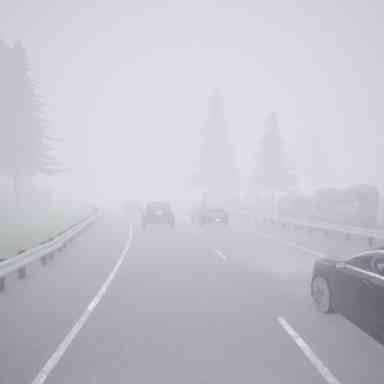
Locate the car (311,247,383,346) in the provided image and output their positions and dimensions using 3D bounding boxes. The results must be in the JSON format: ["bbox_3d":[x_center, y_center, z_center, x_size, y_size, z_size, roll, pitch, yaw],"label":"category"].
[{"bbox_3d":[3.343,1.487,4.701,2.128,1.511,4.902,0,0,-3],"label":"car"}]

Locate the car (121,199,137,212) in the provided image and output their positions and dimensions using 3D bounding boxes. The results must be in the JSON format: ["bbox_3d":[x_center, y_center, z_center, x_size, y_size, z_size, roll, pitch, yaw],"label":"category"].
[{"bbox_3d":[-7.287,1.576,39.885,2.128,1.511,4.902,0,0,-20],"label":"car"}]

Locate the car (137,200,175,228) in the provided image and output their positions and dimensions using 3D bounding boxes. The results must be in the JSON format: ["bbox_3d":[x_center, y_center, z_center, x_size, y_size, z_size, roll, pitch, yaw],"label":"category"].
[{"bbox_3d":[-2.457,1.394,22.821,2.097,1.767,4.553,0,0,-11],"label":"car"}]

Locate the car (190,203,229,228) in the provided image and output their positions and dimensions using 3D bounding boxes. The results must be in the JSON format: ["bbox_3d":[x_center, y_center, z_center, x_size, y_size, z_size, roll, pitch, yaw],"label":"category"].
[{"bbox_3d":[1.106,1.522,22.833,2.128,1.511,4.902,0,0,-11],"label":"car"}]
